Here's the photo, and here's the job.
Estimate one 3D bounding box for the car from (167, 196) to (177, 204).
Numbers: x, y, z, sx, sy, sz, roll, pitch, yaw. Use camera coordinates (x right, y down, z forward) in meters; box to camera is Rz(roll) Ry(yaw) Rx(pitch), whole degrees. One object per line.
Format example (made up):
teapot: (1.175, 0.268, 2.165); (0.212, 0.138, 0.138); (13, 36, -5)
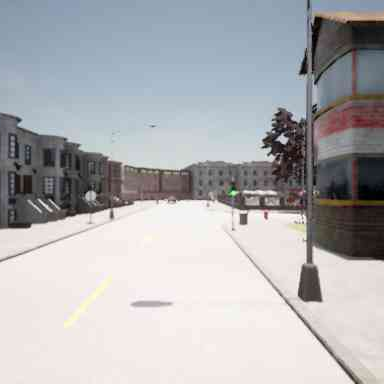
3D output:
car: (-4.045, 1.625, 67.327); (1.812, 1.442, 4.674); (0, -1, 0)
